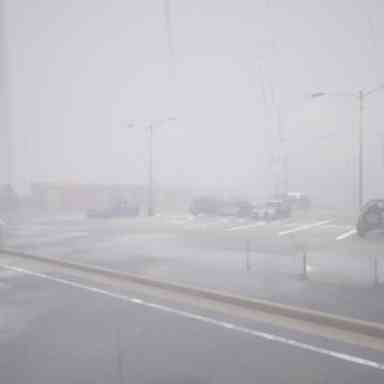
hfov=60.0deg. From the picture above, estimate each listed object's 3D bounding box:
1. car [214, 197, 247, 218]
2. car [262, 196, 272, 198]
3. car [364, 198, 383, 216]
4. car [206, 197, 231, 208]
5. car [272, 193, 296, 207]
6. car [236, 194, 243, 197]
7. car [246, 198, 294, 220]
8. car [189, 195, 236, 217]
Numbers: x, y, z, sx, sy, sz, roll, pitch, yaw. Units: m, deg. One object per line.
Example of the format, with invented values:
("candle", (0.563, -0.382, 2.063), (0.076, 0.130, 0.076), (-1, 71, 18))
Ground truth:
("car", (3.887, 1.409, 27.939), (1.784, 1.438, 3.905), (0, 0, 36))
("car", (14.042, 1.433, 60.805), (1.970, 1.475, 3.806), (0, 0, 36))
("car", (19.783, 1.451, 35.041), (1.970, 1.475, 3.806), (0, 0, 36))
("car", (3.771, 1.399, 46.678), (1.784, 1.438, 3.905), (0, 0, 36))
("car", (16.376, 1.197, 59.091), (1.905, 1.878, 3.866), (0, 0, 36))
("car", (6.074, 1.192, 44.920), (1.932, 1.855, 4.605), (0, 0, 36))
("car", (6.227, 1.444, 26.233), (1.970, 1.475, 3.806), (0, 0, 36))
("car", (1.689, 1.196, 29.479), (1.932, 1.855, 4.605), (0, 0, 36))
